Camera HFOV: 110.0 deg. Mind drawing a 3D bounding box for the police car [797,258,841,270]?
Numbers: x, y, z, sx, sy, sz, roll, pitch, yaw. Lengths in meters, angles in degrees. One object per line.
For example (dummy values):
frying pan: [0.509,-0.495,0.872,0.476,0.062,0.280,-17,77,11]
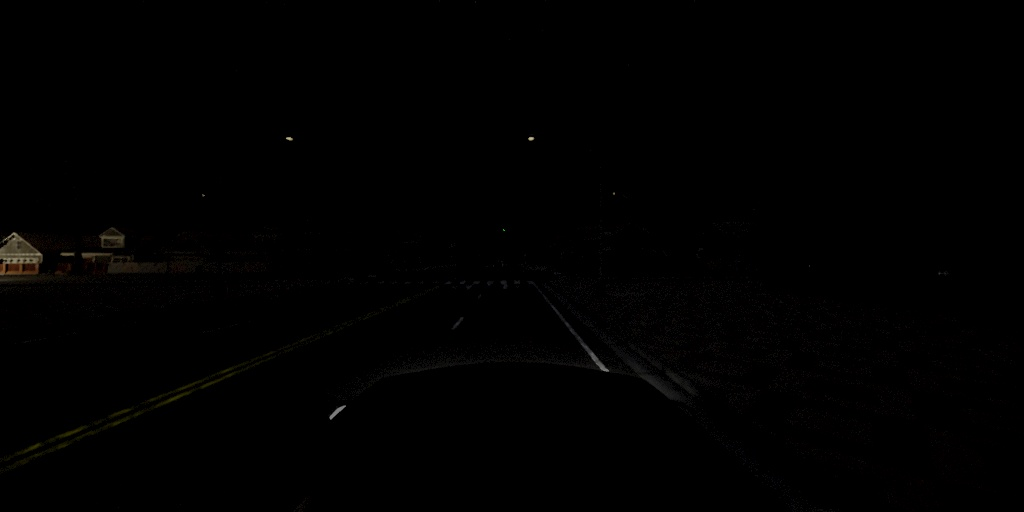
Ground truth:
police car: [37.243,1.010,43.191,5.238,1.638,1.930,0,0,0]
